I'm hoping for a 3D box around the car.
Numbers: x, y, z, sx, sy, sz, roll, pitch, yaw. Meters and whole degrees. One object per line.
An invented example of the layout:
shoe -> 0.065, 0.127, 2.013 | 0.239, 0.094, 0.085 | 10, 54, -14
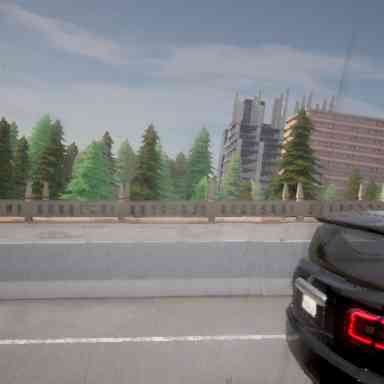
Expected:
car -> 3.830, 1.225, 3.427 | 5.566, 2.045, 2.150 | 0, 0, -3
